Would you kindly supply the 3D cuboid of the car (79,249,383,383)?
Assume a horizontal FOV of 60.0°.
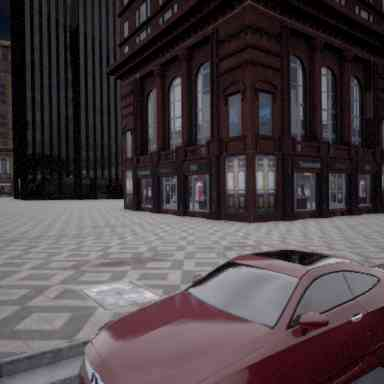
[{"bbox_3d":[1.052,1.524,4.132,4.674,1.442,1.812,0,0,-36],"label":"car"}]
